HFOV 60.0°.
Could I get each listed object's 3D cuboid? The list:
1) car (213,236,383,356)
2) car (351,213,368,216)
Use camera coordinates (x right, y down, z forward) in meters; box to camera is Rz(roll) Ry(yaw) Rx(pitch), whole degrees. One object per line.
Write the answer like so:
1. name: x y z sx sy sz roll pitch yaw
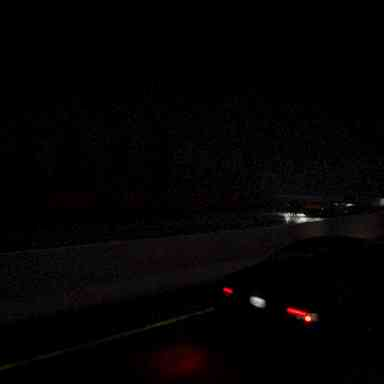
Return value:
1. car: 2.834 1.551 6.140 5.357 1.411 2.033 0 0 -39
2. car: 15.038 1.559 29.477 2.033 1.411 5.357 0 0 36
